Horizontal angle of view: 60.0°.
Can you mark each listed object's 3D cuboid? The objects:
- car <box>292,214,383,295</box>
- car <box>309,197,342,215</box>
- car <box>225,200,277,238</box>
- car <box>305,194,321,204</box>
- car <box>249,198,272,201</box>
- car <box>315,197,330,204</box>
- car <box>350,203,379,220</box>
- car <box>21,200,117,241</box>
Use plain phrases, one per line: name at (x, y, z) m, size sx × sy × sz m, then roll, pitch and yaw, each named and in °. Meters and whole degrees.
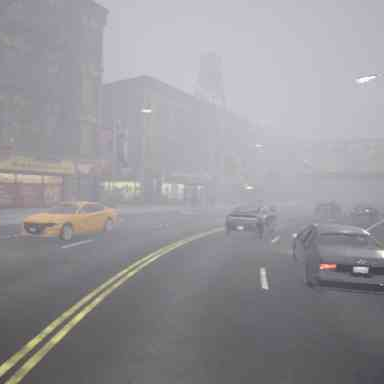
car at (3.881, 1.586, 9.067) m, size 2.033 × 1.411 × 5.357 m, roll 2°, pitch 1°, yaw 12°
car at (14.065, 1.622, 34.205) m, size 2.128 × 1.511 × 4.902 m, roll 2°, pitch 1°, yaw 35°
car at (3.214, 1.432, 17.397) m, size 2.128 × 1.511 × 4.902 m, roll 2°, pitch 0°, yaw 24°
car at (24.500, 1.390, 66.843) m, size 2.435 × 2.045 × 5.566 m, roll 2°, pitch 1°, yaw 35°
car at (5.597, 1.265, 28.554) m, size 2.097 × 1.767 × 4.553 m, roll 2°, pitch 1°, yaw 35°
car at (28.693, 1.834, 72.931) m, size 1.895 × 1.301 × 4.718 m, roll 2°, pitch 1°, yaw 35°
car at (16.209, 1.774, 31.201) m, size 2.033 × 1.411 × 5.357 m, roll 2°, pitch 1°, yaw 35°
car at (-5.318, 1.167, 15.061) m, size 1.882 × 1.535 × 5.008 m, roll 2°, pitch 0°, yaw 18°
